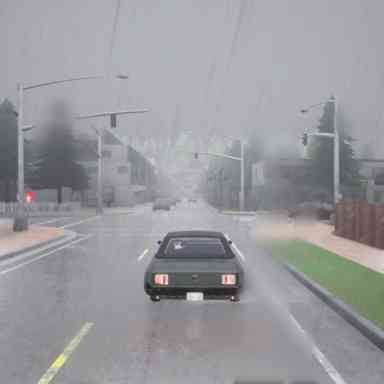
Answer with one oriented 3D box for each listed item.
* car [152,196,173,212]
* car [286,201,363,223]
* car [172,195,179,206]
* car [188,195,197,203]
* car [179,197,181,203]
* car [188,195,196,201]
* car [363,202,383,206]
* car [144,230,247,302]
[{"bbox_3d":[-3.567,1.505,39.107,1.837,1.490,4.892,0,0,-1],"label":"car"},{"bbox_3d":[9.631,1.458,24.847,5.008,1.535,1.882,0,0,-3],"label":"car"},{"bbox_3d":[-3.581,1.564,53.492,1.994,1.385,4.181,0,0,0],"label":"car"},{"bbox_3d":[0.018,1.595,71.456,1.895,1.301,4.718,0,0,0],"label":"car"},{"bbox_3d":[-3.485,1.352,69.180,2.097,1.767,4.553,0,0,0],"label":"car"},{"bbox_3d":[0.017,1.478,81.492,1.882,1.535,5.008,0,0,0],"label":"car"},{"bbox_3d":[15.305,1.582,29.288,4.718,1.301,1.895,0,0,-8],"label":"car"},{"bbox_3d":[0.070,1.601,8.225,1.895,1.301,4.718,0,0,0],"label":"car"}]
